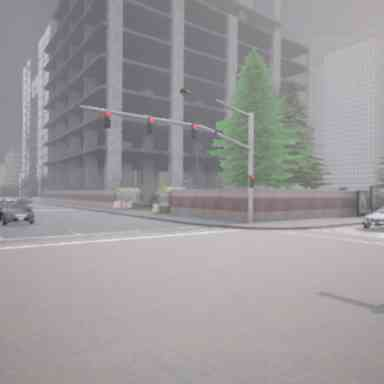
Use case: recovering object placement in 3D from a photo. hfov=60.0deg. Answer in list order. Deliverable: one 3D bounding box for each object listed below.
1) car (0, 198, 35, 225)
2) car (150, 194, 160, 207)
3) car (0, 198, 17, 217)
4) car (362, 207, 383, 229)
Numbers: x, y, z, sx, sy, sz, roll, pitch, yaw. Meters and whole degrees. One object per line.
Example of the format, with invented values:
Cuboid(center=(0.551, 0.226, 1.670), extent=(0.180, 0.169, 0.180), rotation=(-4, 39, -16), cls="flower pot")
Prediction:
Cuboid(center=(-12.245, 1.410, 23.057), extent=(2.128, 1.511, 4.902), rotation=(1, 0, -36), cls="car")
Cuboid(center=(-4.414, 1.207, 46.665), extent=(1.905, 1.878, 3.866), rotation=(1, 0, -36), cls="car")
Cuboid(center=(-17.799, 1.386, 30.736), extent=(2.128, 1.511, 4.902), rotation=(1, 0, -36), cls="car")
Cuboid(center=(13.194, 1.696, 21.982), extent=(4.674, 1.442, 1.812), rotation=(1, 0, -34), cls="car")
